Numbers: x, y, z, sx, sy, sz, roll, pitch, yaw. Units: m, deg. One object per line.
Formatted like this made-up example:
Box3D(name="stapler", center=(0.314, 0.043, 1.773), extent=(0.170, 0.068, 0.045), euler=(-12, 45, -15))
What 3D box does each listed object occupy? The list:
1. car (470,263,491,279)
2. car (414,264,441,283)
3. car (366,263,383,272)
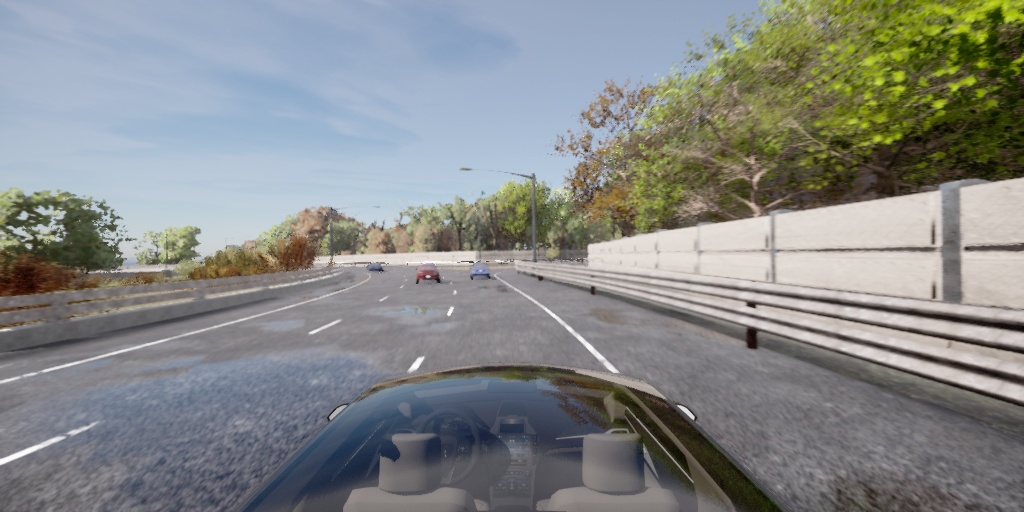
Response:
Box3D(name="car", center=(-2.982, 1.356, 33.719), extent=(2.033, 1.411, 5.357), euler=(-1, 0, -6))
Box3D(name="car", center=(-6.942, 1.410, 29.547), extent=(1.812, 1.442, 4.674), euler=(-1, 0, -14))
Box3D(name="car", center=(-21.242, 1.722, 55.335), extent=(1.994, 1.385, 4.181), euler=(-1, 0, -29))
